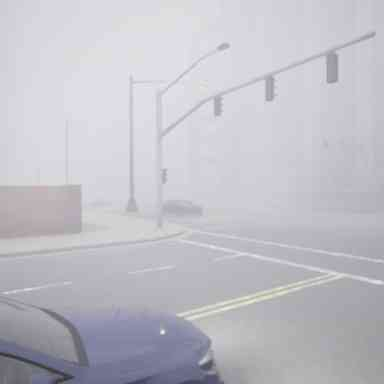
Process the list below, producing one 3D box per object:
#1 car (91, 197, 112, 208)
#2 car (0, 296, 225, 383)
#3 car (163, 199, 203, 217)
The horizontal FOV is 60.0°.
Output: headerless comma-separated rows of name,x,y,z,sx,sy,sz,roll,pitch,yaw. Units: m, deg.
car,-12.776,1.449,46.905,1.994,1.385,4.181,0,0,-35
car,-1.888,1.527,2.432,4.674,1.442,1.812,0,0,-35
car,-0.971,1.364,30.020,1.882,1.535,5.008,0,0,-35
